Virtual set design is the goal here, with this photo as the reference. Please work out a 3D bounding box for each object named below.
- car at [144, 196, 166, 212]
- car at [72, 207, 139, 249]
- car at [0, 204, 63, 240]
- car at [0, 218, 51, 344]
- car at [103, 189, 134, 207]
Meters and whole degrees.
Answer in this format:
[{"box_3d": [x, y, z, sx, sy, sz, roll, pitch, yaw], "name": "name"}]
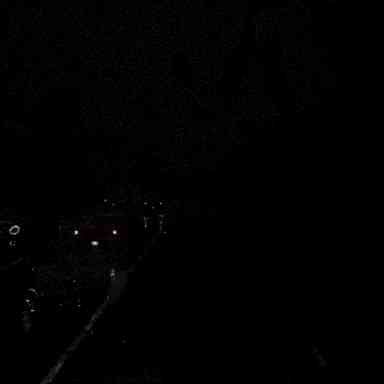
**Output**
[{"box_3d": [-3.628, 1.090, 32.808, 1.895, 1.301, 4.718, 0, 1, -1], "name": "car"}, {"box_3d": [-3.616, 1.574, 14.620, 1.895, 1.301, 4.718, 0, 1, 0], "name": "car"}, {"box_3d": [-7.114, 1.339, 13.737, 2.097, 1.767, 4.553, 0, 1, 0], "name": "car"}, {"box_3d": [-3.602, 1.380, 3.645, 2.097, 1.767, 4.553, 0, 0, 0], "name": "car"}, {"box_3d": [-7.123, 0.719, 32.713, 2.150, 2.045, 5.566, 0, 1, -1], "name": "car"}]
